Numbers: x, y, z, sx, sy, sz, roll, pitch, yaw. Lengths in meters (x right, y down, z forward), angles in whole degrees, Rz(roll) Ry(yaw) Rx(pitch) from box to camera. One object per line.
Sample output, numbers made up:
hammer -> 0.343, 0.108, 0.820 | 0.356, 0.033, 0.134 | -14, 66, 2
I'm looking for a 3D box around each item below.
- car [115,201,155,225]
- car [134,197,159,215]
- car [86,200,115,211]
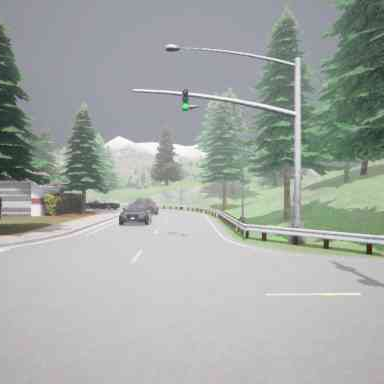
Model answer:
car -> -4.004, 1.564, 23.995 | 1.994, 1.385, 4.181 | 0, 0, -2
car -> -4.844, 1.352, 33.785 | 2.097, 1.767, 4.553 | 0, 0, -19
car -> -11.423, 1.608, 41.519 | 4.718, 1.301, 1.895 | 0, 0, 14
